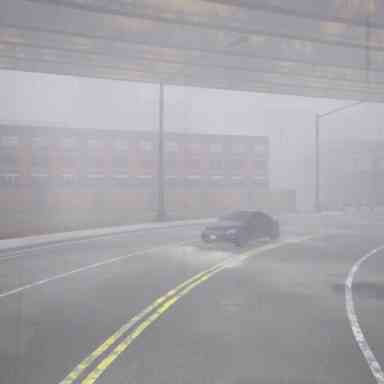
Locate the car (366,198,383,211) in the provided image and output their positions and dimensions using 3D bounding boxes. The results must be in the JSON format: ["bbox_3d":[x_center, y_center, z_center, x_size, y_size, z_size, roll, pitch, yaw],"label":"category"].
[{"bbox_3d":[21.386,1.451,39.169,2.038,1.542,4.974,0,0,15],"label":"car"}]

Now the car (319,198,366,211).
[{"bbox_3d":[17.874,1.451,40.427,2.038,1.542,4.974,0,0,-45],"label":"car"}]

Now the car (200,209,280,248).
[{"bbox_3d":[2.343,1.525,14.994,1.812,1.442,4.674,0,0,41],"label":"car"}]

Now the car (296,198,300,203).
[{"bbox_3d":[16.841,1.451,60.504,4.974,1.542,2.038,0,0,40],"label":"car"}]

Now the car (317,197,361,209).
[{"bbox_3d":[17.837,1.294,40.464,1.853,1.218,4.536,0,0,-45],"label":"car"}]

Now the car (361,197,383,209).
[{"bbox_3d":[21.400,1.294,39.219,1.853,1.218,4.536,0,0,15],"label":"car"}]
